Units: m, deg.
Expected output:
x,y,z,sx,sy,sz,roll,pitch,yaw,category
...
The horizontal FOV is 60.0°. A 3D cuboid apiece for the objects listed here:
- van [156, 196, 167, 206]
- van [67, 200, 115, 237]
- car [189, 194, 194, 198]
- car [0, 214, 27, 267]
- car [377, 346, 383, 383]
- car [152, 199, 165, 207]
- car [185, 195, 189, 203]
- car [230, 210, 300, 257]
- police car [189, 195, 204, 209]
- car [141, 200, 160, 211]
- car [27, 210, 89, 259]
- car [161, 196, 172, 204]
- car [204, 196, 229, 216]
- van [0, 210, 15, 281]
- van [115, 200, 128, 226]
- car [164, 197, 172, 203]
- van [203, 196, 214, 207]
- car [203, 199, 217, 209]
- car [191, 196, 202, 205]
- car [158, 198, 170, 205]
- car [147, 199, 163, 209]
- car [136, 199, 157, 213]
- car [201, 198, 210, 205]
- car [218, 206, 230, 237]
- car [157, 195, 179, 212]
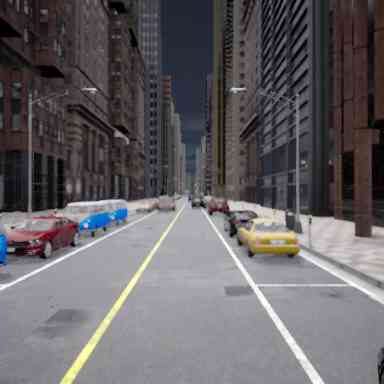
x,y,z,sx,sy,sz,roll,pitch,yaw,category
-5.740,1.685,63.429,1.690,1.788,3.998,0,0,0,van
-5.754,1.435,18.482,1.690,1.788,3.998,0,0,0,van
0.922,1.551,60.599,2.150,2.045,5.566,0,0,0,car
-3.099,1.228,1.235,2.150,2.045,5.566,0,0,0,car
2.765,1.575,1.631,1.947,1.339,4.313,0,0,0,car
-5.742,1.855,57.809,1.887,1.381,4.507,0,0,0,car
0.030,1.624,84.718,2.150,2.045,5.566,0,0,0,car
2.769,1.592,13.039,1.752,1.417,4.829,0,0,0,car
0.918,1.695,50.678,1.930,1.638,5.238,0,0,0,police car
-5.746,1.797,46.579,2.008,1.369,4.403,0,0,0,car
-5.757,1.610,12.863,1.887,1.381,4.507,0,0,0,car
-5.736,1.724,74.666,2.192,1.841,5.009,0,0,0,car
2.776,1.499,35.345,2.192,1.841,5.009,0,0,0,car
-5.758,1.378,7.246,1.690,1.788,3.998,0,0,0,van
-5.753,1.464,24.101,1.690,1.788,3.998,0,0,0,van
-5.734,1.966,80.113,1.752,1.417,4.829,0,0,0,car
2.783,1.652,57.819,1.690,1.788,3.998,0,0,0,van
2.782,1.829,52.199,2.008,1.369,4.403,0,0,0,car
0.923,1.713,66.538,2.097,1.767,4.553,0,0,0,car
-5.738,1.927,69.046,2.008,1.369,4.403,0,0,0,car
-5.744,1.823,52.191,1.887,1.381,4.507,0,0,0,car
-5.747,1.739,40.784,1.752,1.417,4.829,0,0,0,car
2.787,1.903,69.225,1.752,1.417,4.829,0,0,0,car
2.770,1.660,18.487,1.947,1.339,4.313,0,0,0,car
-3.076,1.569,41.560,2.097,1.767,4.553,0,0,0,car
